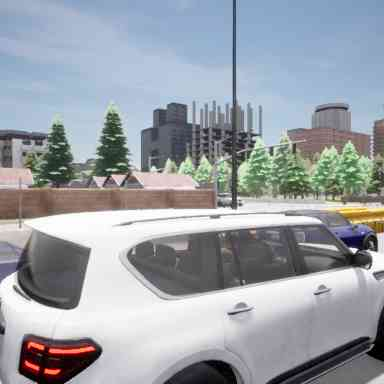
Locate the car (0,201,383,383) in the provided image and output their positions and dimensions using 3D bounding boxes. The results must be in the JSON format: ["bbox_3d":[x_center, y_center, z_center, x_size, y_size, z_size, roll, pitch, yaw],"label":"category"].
[{"bbox_3d":[0.649,1.221,4.205,5.566,2.045,2.150,0,0,-36],"label":"car"}]

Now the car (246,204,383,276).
[{"bbox_3d":[4.189,1.352,11.023,4.553,1.767,2.097,0,0,-35],"label":"car"}]

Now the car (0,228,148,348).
[{"bbox_3d":[-3.591,1.547,5.486,5.357,1.411,2.033,0,0,-36],"label":"car"}]

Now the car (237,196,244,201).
[{"bbox_3d":[5.677,1.221,51.810,2.150,2.045,5.566,0,0,-33],"label":"car"}]
